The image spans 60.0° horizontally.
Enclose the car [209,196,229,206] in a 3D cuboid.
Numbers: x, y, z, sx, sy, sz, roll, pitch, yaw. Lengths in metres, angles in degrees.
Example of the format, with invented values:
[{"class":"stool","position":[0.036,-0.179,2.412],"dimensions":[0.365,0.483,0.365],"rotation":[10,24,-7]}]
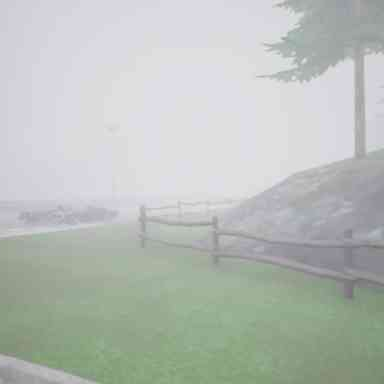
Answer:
[{"class":"car","position":[4.104,1.227,46.924],"dimensions":[1.994,1.385,4.181],"rotation":[-1,0,34]}]

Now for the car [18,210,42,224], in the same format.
[{"class":"car","position":[-10.409,1.607,24.990],"dimensions":[1.895,1.301,4.718],"rotation":[-1,0,33]}]

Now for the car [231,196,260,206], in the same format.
[{"class":"car","position":[7.674,1.215,45.957],"dimensions":[1.895,1.301,4.718],"rotation":[-1,0,34]}]

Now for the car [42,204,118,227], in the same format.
[{"class":"car","position":[-7.477,1.574,23.078],"dimensions":[1.895,1.301,4.718],"rotation":[-1,0,33]}]
